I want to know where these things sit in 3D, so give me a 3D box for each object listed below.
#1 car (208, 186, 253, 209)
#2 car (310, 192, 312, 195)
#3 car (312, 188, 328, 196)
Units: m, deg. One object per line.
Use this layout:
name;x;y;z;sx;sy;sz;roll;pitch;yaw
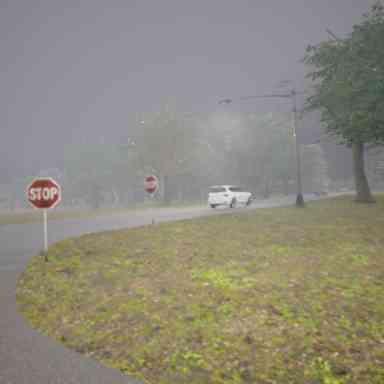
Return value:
car;3.569;0.462;30.560;2.150;2.045;5.566;-4;-1;34
car;30.994;0.058;83.255;1.895;1.301;4.718;-4;-1;34
car;25.832;0.007;65.973;2.128;1.511;4.902;-4;-1;27
